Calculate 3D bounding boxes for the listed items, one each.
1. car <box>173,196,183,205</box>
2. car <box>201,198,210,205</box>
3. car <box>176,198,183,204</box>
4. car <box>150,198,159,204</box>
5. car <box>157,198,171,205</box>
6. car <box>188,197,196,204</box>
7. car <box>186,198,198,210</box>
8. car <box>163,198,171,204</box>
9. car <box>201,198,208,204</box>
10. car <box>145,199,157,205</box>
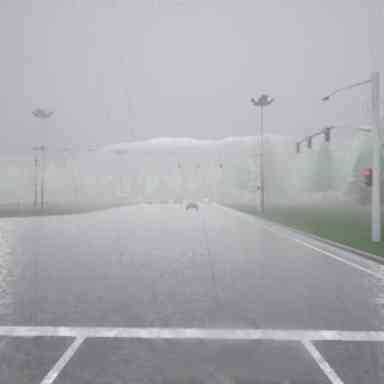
[{"bbox_3d":[-3.501,2.128,83.418,2.150,2.045,5.566,0,-1,0],"label":"car"},{"bbox_3d":[3.499,2.429,83.617,1.812,1.442,4.674,0,-1,0],"label":"car"},{"bbox_3d":[-3.501,2.514,93.880,1.994,1.385,4.181,0,-1,0],"label":"car"},{"bbox_3d":[-10.502,2.517,93.880,1.994,1.385,4.181,0,-1,0],"label":"car"},{"bbox_3d":[-7.001,2.262,83.826,2.097,1.767,4.553,0,-1,0],"label":"car"},{"bbox_3d":[-0.001,2.314,93.851,2.097,1.767,4.553,0,-1,0],"label":"car"},{"bbox_3d":[-0.001,2.107,53.650,1.812,1.442,4.674,0,-1,0],"label":"car"},{"bbox_3d":[-7.001,2.504,93.881,2.033,1.411,5.357,0,-1,0],"label":"car"},{"bbox_3d":[3.499,2.511,93.879,1.994,1.385,4.181,0,-1,0],"label":"car"},{"bbox_3d":[-10.501,2.501,83.707,1.895,1.301,4.718,0,-1,0],"label":"car"}]
